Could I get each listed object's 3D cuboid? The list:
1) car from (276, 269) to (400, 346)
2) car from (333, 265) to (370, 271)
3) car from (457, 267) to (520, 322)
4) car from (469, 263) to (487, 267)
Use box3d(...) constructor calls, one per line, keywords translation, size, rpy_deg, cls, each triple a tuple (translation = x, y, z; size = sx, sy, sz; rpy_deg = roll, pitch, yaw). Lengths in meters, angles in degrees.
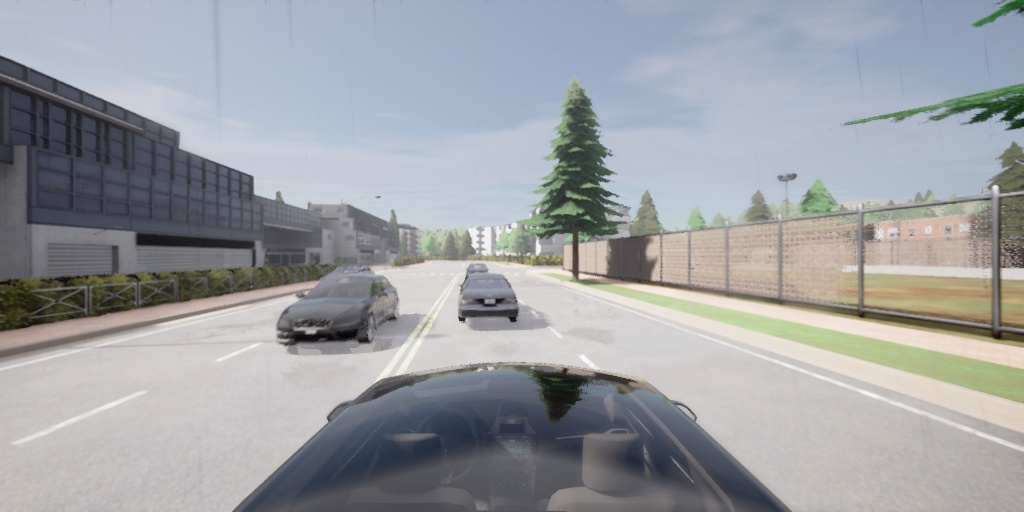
box3d(translation=(-4.288, 1.261, 9.581), size=(1.837, 1.490, 4.892), rpy_deg=(0, 0, -6), cls="car")
box3d(translation=(-8.996, 1.253, 20.058), size=(2.128, 1.511, 4.902), rpy_deg=(0, 0, -6), cls="car")
box3d(translation=(-0.898, 1.291, 12.353), size=(2.033, 1.411, 5.357), rpy_deg=(0, 0, -7), cls="car")
box3d(translation=(-2.770, 1.283, 28.915), size=(2.033, 1.411, 5.357), rpy_deg=(0, 0, -6), cls="car")
